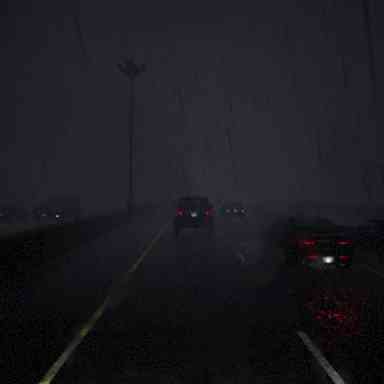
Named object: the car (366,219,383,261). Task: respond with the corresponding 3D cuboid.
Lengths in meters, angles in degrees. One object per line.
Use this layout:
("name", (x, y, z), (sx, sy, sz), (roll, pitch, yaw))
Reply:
("car", (7.102, 1.639, 12.075), (1.895, 1.301, 4.718), (0, 0, 0))

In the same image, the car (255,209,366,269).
("car", (3.602, 1.541, 11.206), (1.837, 1.490, 4.892), (0, 0, 0))

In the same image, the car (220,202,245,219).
("car", (3.605, 1.643, 30.189), (2.033, 1.411, 5.357), (0, 0, 0))

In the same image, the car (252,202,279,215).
("car", (7.105, 1.665, 32.108), (1.994, 1.385, 4.181), (0, 0, 0))

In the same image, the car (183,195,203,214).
("car", (0.107, 1.346, 39.062), (2.150, 2.045, 5.566), (0, 0, 0))

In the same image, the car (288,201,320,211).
("car", (10.606, 1.605, 31.848), (1.837, 1.490, 4.892), (0, 0, 0))

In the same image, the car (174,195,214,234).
("car", (0.103, 1.284, 19.727), (2.150, 2.045, 5.566), (0, 0, 0))

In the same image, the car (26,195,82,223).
("car", (-10.595, 1.306, 26.512), (2.150, 2.045, 5.566), (0, 0, 0))

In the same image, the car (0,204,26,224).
("car", (-14.093, 1.644, 25.197), (1.994, 1.385, 4.181), (0, 0, 0))
